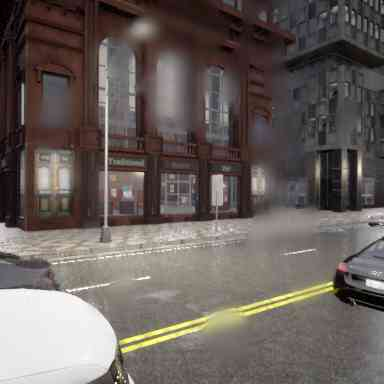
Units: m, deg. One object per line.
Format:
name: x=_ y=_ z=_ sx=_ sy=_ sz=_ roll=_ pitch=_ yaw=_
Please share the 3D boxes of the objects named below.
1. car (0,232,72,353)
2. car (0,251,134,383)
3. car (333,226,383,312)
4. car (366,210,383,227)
car: x=-4.315 y=1.525 z=4.599 sx=4.674 sy=1.442 sz=1.812 roll=0 pitch=0 yaw=-36
car: x=-2.926 y=1.221 z=1.348 sx=5.566 sy=2.045 sz=2.150 roll=0 pitch=0 yaw=-36
car: x=4.811 y=1.562 z=6.888 sx=4.181 sy=1.385 sz=1.994 roll=0 pitch=0 yaw=-35
car: x=12.986 y=1.582 z=20.961 sx=4.718 sy=1.301 sz=1.895 roll=0 pitch=0 yaw=-36
